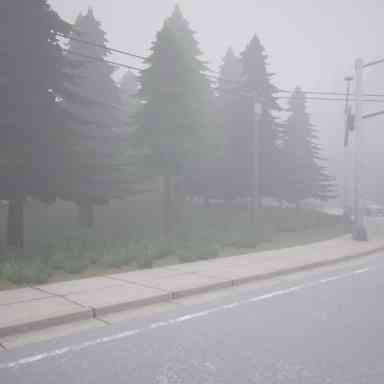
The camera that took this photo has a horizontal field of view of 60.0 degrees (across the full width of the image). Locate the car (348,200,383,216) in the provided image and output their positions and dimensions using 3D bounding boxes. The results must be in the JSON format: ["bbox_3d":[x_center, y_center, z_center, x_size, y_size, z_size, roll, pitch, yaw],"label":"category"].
[{"bbox_3d":[17.232,1.526,32.822,1.812,1.442,4.674,0,0,-5],"label":"car"}]

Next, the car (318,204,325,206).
[{"bbox_3d":[14.700,1.504,42.521,1.837,1.490,4.892,0,0,-26],"label":"car"}]
